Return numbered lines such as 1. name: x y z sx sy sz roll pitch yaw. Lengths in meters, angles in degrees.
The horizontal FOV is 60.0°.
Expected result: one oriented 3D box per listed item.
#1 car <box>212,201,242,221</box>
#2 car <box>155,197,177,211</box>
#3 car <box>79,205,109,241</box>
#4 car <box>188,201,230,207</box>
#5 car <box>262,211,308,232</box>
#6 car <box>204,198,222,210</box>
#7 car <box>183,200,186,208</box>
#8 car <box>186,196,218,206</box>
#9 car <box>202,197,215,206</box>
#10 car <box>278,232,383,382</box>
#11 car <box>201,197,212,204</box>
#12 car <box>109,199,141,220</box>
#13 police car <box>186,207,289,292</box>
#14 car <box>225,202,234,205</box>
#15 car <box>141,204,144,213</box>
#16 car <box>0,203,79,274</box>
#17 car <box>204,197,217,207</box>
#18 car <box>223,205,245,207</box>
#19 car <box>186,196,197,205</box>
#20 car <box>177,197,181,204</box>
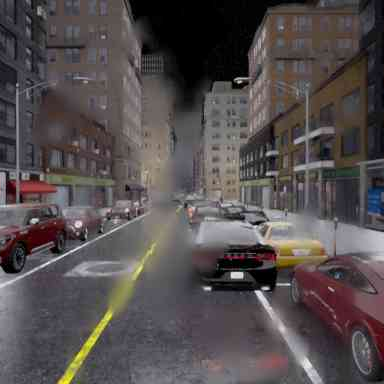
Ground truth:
1. car: 2.787 1.539 27.514 2.008 1.369 4.403 -1 0 0
2. car: -3.206 1.581 40.305 1.895 1.301 4.718 0 0 0
3. car: -5.722 1.434 16.319 1.967 1.590 4.097 -1 0 0
4. car: 0.848 1.498 18.978 1.837 1.490 4.892 0 0 0
5. car: 2.827 1.522 10.926 1.752 1.417 4.829 -1 0 0
6. car: 2.746 1.527 44.271 2.008 1.369 4.403 -1 0 0
7. car: -0.115 1.479 46.414 1.837 1.490 4.892 0 0 0
8. car: 0.767 1.342 24.940 2.097 1.767 4.553 0 0 -1
9. car: 2.719 1.531 55.443 1.947 1.339 4.313 -1 0 0
10. car: 2.842 1.580 5.170 1.802 1.307 4.206 -1 0 0
11. car: 2.705 1.540 61.029 1.802 1.307 4.206 -1 0 0
12. car: -5.752 1.429 27.490 1.967 1.590 4.097 -1 0 0
13. police car: 0.875 1.422 9.088 1.930 1.638 5.238 0 0 0
14. car: 2.801 1.557 21.928 1.947 1.339 4.313 -1 0 0
15. car: -5.765 1.567 33.076 1.802 1.307 4.206 -1 0 0
16. car: -5.708 1.311 10.733 2.192 1.841 5.009 -1 0 0
17. car: 2.732 1.496 50.027 1.752 1.417 4.829 -1 0 0
18. car: 2.814 1.560 16.342 1.947 1.339 4.313 -1 0 0
19. car: -0.162 1.437 60.153 1.882 1.535 5.008 0 0 0
20. car: -3.171 1.556 63.558 1.895 1.301 4.718 0 0 0
